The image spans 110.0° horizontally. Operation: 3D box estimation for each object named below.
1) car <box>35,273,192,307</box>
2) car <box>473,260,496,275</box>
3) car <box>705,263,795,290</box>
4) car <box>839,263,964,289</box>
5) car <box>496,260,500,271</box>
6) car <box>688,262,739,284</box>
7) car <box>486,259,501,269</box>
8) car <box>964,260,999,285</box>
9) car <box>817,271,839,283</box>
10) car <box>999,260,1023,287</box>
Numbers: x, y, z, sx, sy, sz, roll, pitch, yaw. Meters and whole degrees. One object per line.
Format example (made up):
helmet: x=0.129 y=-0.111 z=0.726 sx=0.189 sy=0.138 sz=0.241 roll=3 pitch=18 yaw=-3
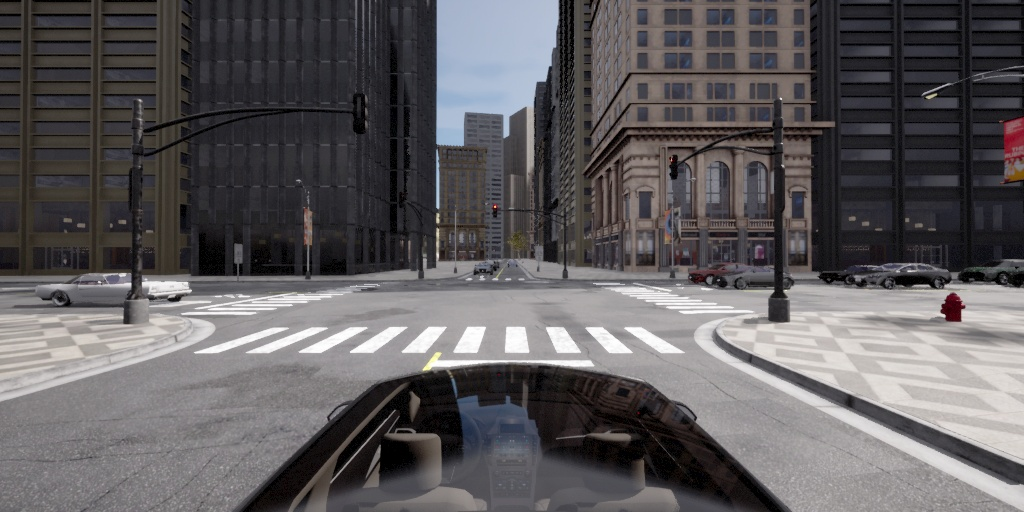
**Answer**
car: x=-16.375 y=1.366 z=14.947 sx=4.718 sy=1.301 sz=1.895 roll=0 pitch=0 yaw=0
car: x=-3.052 y=1.361 z=39.116 sx=1.994 sy=1.385 sz=4.181 roll=0 pitch=0 yaw=-1
car: x=14.480 y=1.279 z=21.671 sx=4.181 sy=1.385 sz=1.994 roll=0 pitch=0 yaw=0
car: x=23.391 y=1.184 z=21.680 sx=4.902 sy=1.511 sz=2.128 roll=0 pitch=0 yaw=0
car: x=-3.057 y=1.299 z=49.479 sx=1.882 sy=1.535 sz=5.008 roll=0 pitch=0 yaw=0
car: x=14.907 y=1.216 z=24.927 sx=5.008 sy=1.535 sz=1.882 roll=0 pitch=0 yaw=0
car: x=-3.045 y=1.341 z=59.833 sx=2.128 sy=1.511 sz=4.902 roll=0 pitch=0 yaw=0
car: x=34.218 y=1.043 z=24.929 sx=4.553 sy=1.767 sz=2.097 roll=0 pitch=0 yaw=0
car: x=24.251 y=1.316 z=24.934 sx=4.718 sy=1.301 sz=1.895 roll=0 pitch=0 yaw=0
car: x=33.351 y=1.021 z=21.679 sx=4.553 sy=1.767 sz=2.097 roll=0 pitch=0 yaw=0
